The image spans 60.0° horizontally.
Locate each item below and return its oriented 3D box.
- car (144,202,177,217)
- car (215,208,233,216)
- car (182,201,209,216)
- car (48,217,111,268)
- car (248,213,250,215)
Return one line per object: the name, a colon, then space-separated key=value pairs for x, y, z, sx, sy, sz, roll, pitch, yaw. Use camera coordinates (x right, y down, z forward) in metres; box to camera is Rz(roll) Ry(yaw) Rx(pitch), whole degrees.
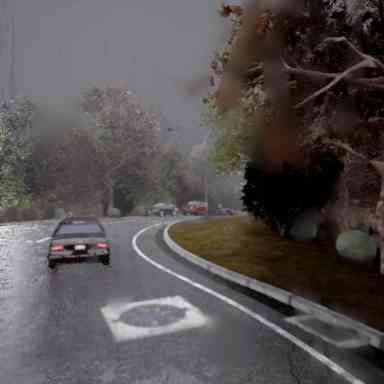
car: x=-3.339 y=1.918 z=36.277 sx=1.837 sy=1.490 sz=4.892 roll=-1 pitch=-3 yaw=24
car: x=5.465 y=3.428 z=56.275 sx=1.994 sy=1.385 sz=4.181 roll=-1 pitch=-5 yaw=25
car: x=0.602 y=2.163 z=45.264 sx=2.150 sy=2.045 sz=5.566 roll=-1 pitch=-4 yaw=24
car: x=-3.886 y=1.595 z=11.633 sx=2.033 sy=1.411 sz=5.357 roll=-1 pitch=0 yaw=-18
car: x=11.924 y=3.689 z=62.246 sx=2.150 sy=2.045 sz=5.566 roll=-1 pitch=-5 yaw=24
